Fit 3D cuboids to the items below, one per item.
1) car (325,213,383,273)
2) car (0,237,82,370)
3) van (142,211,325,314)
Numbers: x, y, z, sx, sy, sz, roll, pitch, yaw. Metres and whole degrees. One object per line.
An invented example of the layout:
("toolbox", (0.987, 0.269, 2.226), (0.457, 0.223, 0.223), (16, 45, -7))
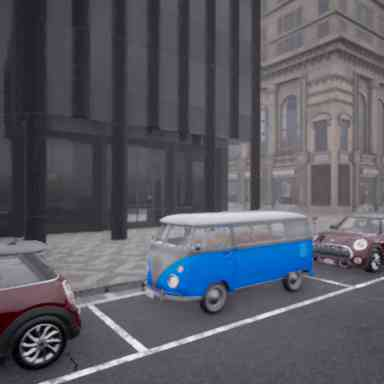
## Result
("car", (5.504, 1.432, 10.565), (4.097, 1.590, 1.967), (0, 0, -35))
("car", (-3.619, 1.441, 4.063), (4.097, 1.590, 1.967), (0, 0, -35))
("van", (0.942, 1.338, 7.314), (3.998, 1.788, 1.690), (0, 0, -35))
